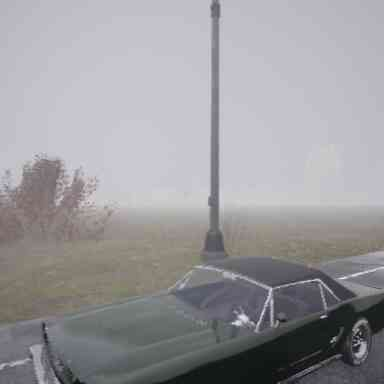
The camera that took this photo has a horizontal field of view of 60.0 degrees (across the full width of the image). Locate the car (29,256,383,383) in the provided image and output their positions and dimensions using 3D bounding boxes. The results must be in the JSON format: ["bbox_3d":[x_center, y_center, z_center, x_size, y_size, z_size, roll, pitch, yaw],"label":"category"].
[{"bbox_3d":[0.577,1.621,4.282,4.718,1.301,1.895,1,0,-36],"label":"car"}]
